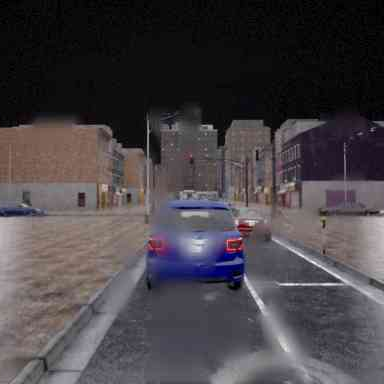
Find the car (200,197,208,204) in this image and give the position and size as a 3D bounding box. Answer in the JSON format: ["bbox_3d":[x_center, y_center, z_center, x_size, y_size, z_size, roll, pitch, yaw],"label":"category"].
[{"bbox_3d":[2.759,1.904,76.348,1.752,1.417,4.829,1,-1,0],"label":"car"}]

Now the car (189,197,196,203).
[{"bbox_3d":[0.115,1.963,84.379,1.837,1.490,4.892,0,-1,0],"label":"car"}]

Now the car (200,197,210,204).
[{"bbox_3d":[2.751,1.852,70.910,1.752,1.417,4.829,1,-1,0],"label":"car"}]

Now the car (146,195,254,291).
[{"bbox_3d":[0.053,1.230,9.200,2.150,2.045,5.566,0,0,-1],"label":"car"}]

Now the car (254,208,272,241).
[{"bbox_3d":[2.683,1.461,16.807,1.967,1.590,4.097,2,0,0],"label":"car"}]

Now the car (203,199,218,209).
[{"bbox_3d":[2.721,1.713,48.991,1.947,1.339,4.313,1,0,0],"label":"car"}]

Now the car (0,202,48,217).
[{"bbox_3d":[-15.037,1.568,28.910,4.674,1.442,1.812,0,-2,0],"label":"car"}]

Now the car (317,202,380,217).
[{"bbox_3d":[14.756,1.618,31.585,5.357,1.411,2.033,0,-2,3],"label":"car"}]

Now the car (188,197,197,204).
[{"bbox_3d":[0.102,1.883,74.231,2.128,1.511,4.902,0,-1,0],"label":"car"}]

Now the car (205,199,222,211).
[{"bbox_3d":[2.714,1.680,43.554,1.947,1.339,4.313,1,0,0],"label":"car"}]

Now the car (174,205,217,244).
[{"bbox_3d":[0.119,1.498,16.994,1.882,1.535,5.008,0,0,-1],"label":"car"}]

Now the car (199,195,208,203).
[{"bbox_3d":[2.770,1.748,81.618,2.192,1.841,5.009,1,-1,0],"label":"car"}]

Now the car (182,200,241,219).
[{"bbox_3d":[1.632,1.470,28.764,5.008,1.535,1.882,0,-1,0],"label":"car"}]

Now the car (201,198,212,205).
[{"bbox_3d":[2.743,1.840,65.303,1.947,1.339,4.313,1,-1,0],"label":"car"}]

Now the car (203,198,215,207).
[{"bbox_3d":[2.730,1.712,54.597,1.752,1.417,4.829,1,0,0],"label":"car"}]
